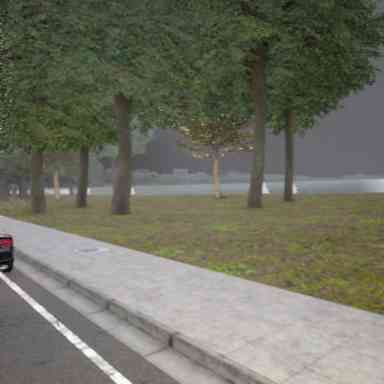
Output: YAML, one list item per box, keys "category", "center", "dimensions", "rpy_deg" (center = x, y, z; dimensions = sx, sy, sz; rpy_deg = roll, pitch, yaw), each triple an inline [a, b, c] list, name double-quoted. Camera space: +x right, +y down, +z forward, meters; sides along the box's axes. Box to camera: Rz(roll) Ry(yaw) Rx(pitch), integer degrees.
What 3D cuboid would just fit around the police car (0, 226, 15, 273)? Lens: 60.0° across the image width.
- category: "police car"
  center: [-6.758, 1.398, 9.851]
  dimensions: [1.930, 1.638, 5.238]
  rpy_deg: [0, 0, -41]
